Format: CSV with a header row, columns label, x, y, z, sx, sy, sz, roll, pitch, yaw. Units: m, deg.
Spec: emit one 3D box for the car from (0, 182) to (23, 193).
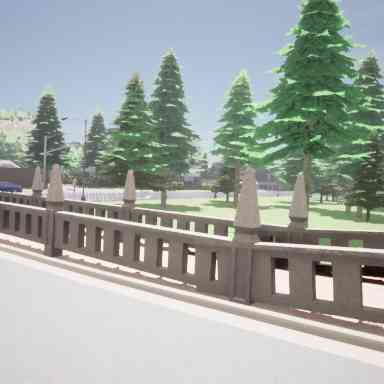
label,x,y,z,sx,sy,sz,roll,pitch,yaw
car,-21.376,-0.399,36.976,1.812,1.442,4.674,4,2,37
